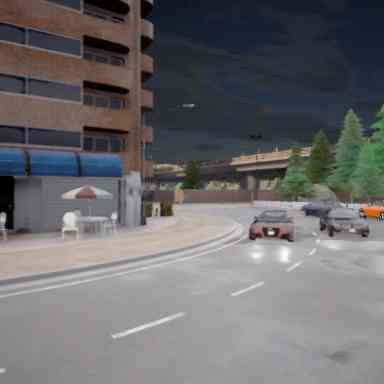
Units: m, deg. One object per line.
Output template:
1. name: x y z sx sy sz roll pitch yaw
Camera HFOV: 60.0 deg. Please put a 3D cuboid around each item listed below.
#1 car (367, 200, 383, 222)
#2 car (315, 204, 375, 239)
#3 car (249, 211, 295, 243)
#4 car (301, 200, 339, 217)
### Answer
1. car: 15.872 1.455 27.573 2.097 1.767 4.553 0 0 -3
2. car: 8.187 1.600 18.218 1.812 1.442 4.674 0 0 13
3. car: 4.134 1.640 16.738 1.994 1.385 4.181 0 0 18
4. car: 11.994 1.481 30.806 2.097 1.767 4.553 0 0 -9
